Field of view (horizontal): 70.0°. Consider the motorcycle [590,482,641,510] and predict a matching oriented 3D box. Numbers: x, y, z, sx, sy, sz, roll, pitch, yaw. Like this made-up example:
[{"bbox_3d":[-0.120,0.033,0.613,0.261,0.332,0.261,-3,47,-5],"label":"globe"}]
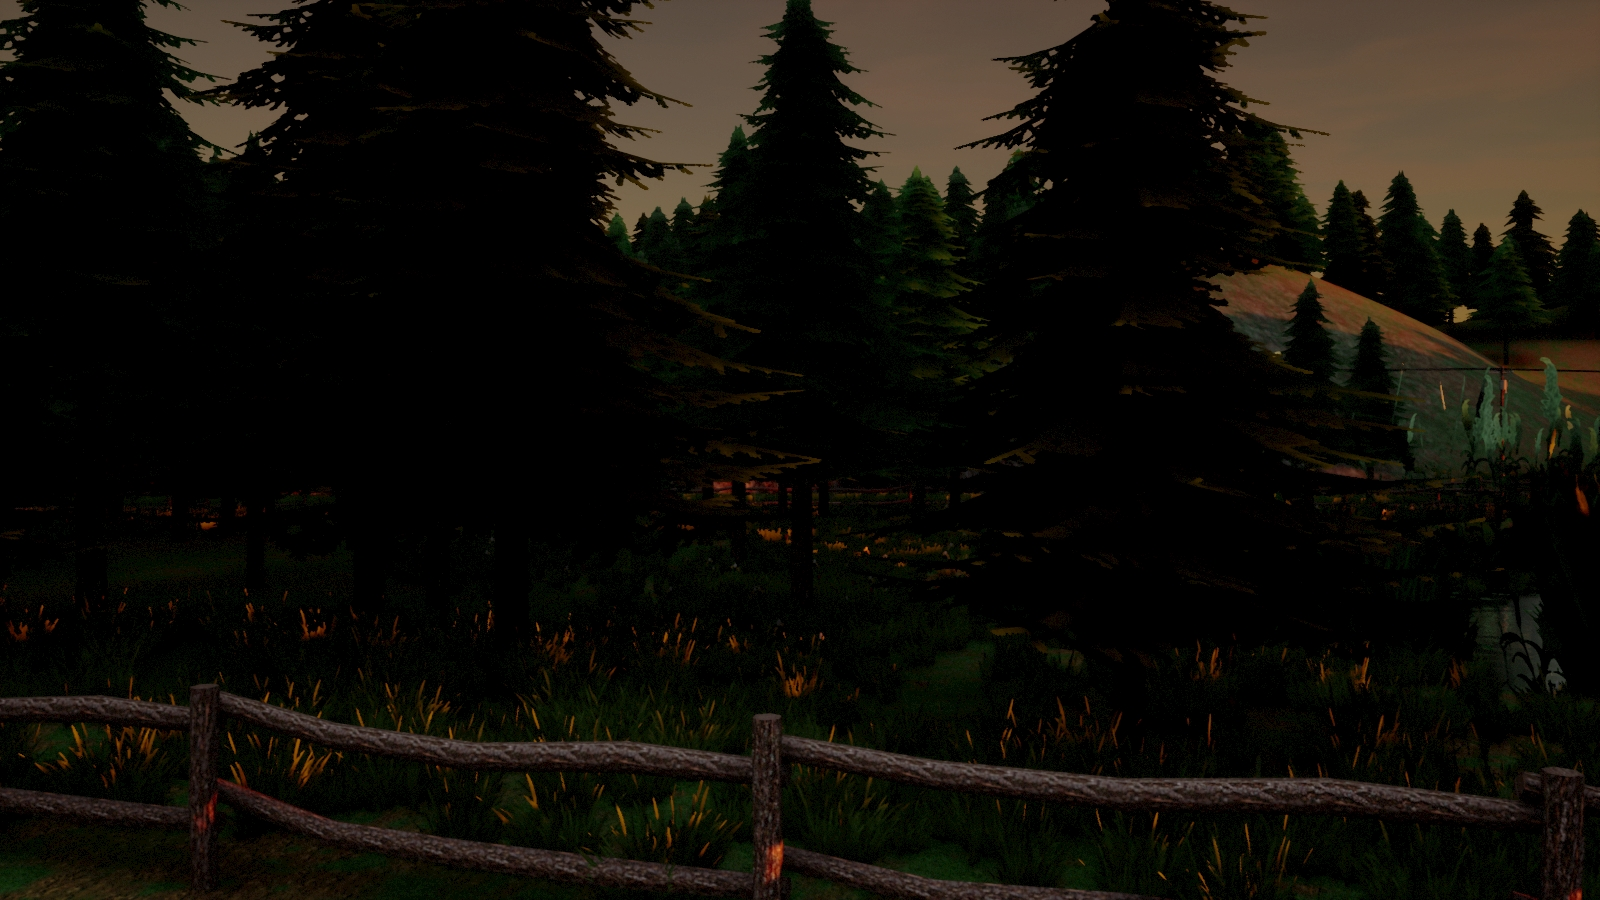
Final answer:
[{"bbox_3d":[-8.739,2.179,54.117,2.209,1.251,0.867,0,0,14],"label":"motorcycle"}]
